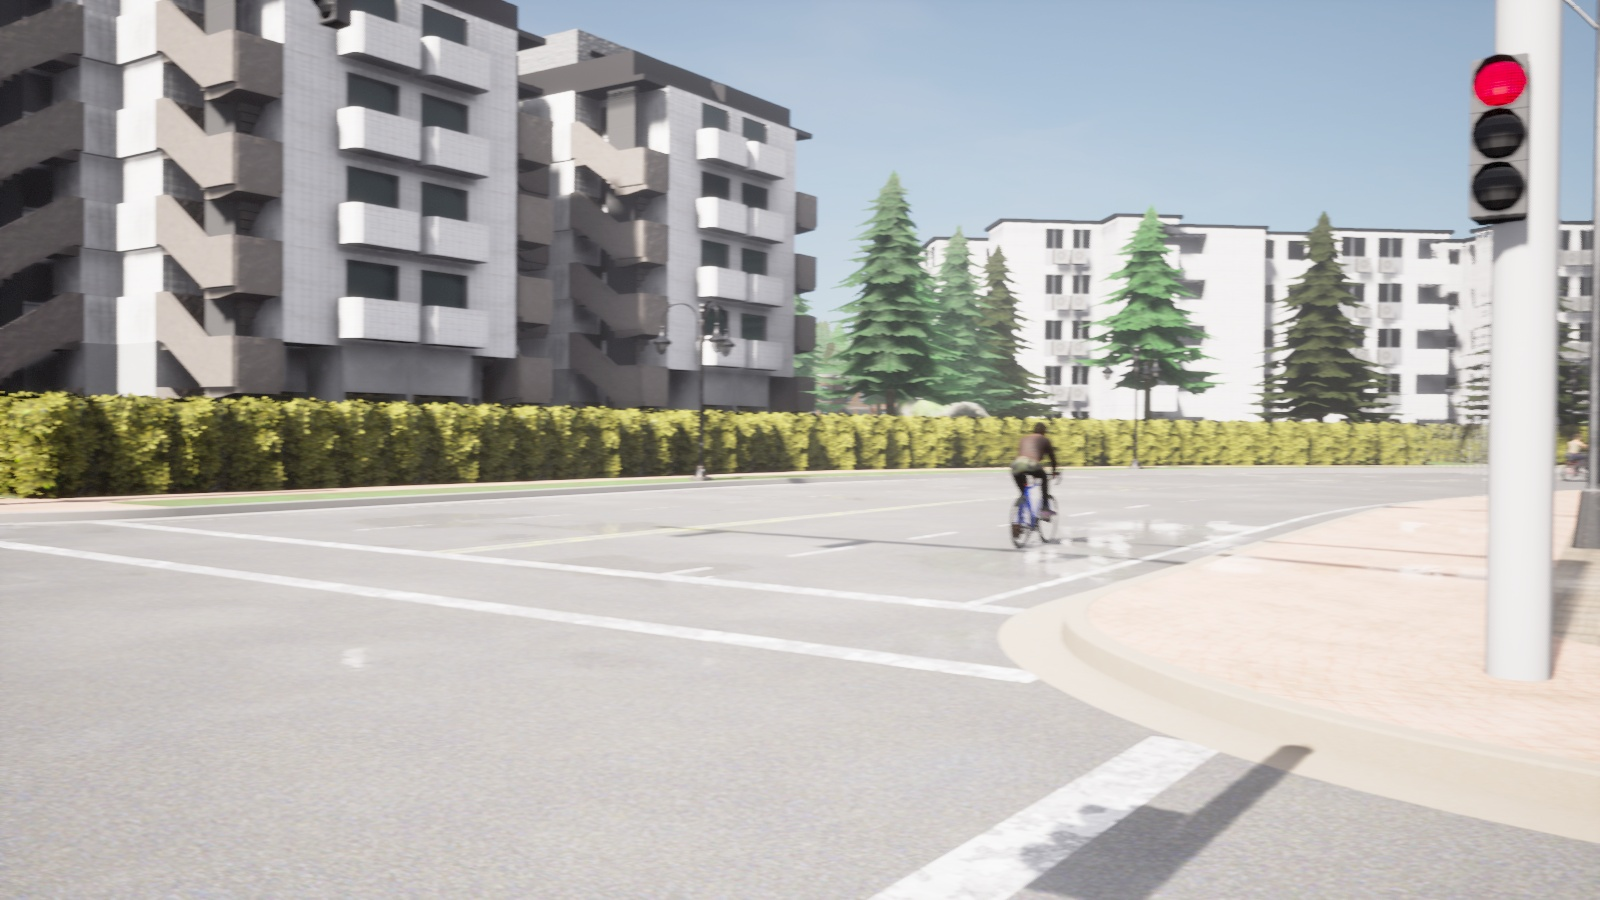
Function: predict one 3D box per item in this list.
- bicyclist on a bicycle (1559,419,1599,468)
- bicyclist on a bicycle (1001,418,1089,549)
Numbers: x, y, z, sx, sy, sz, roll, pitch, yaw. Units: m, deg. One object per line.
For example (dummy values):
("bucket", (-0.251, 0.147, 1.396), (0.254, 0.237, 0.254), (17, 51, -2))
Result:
("bicyclist on a bicycle", (26.125, -0.222, 41.652), (1.509, 1.612, 0.866), (-1, 1, -20))
("bicyclist on a bicycle", (3.216, 0.404, 16.373), (0.582, 1.620, 1.656), (0, 1, 32))
